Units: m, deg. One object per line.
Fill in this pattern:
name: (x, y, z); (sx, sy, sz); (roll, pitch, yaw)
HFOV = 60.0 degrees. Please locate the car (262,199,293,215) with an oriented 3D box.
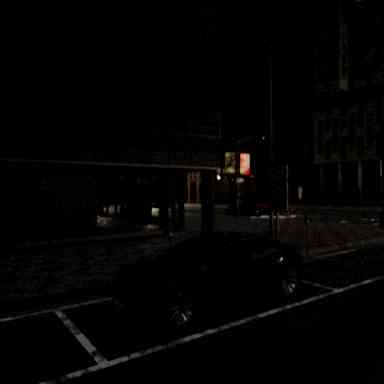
car: (8.785, 1.578, 36.412); (2.097, 1.767, 4.553); (-1, 0, -36)

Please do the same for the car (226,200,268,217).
car: (5.510, 1.831, 35.401); (1.994, 1.385, 4.181); (-1, 0, -36)

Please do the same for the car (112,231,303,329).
car: (0.520, 1.552, 6.929); (4.313, 1.339, 1.947); (0, 0, -36)
